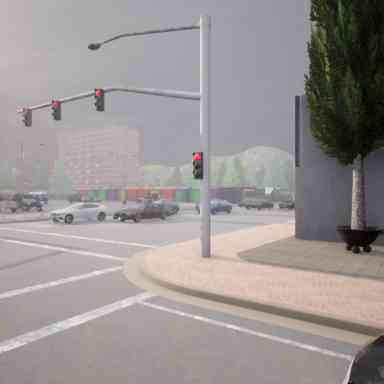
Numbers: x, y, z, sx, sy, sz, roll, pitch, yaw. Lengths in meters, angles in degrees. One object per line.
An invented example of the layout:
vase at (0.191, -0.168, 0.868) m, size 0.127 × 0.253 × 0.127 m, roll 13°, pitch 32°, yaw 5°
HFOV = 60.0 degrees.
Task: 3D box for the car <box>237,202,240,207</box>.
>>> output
car at (8.680, 1.547, 48.682) m, size 2.033 × 1.411 × 5.357 m, roll 0°, pitch 0°, yaw 37°

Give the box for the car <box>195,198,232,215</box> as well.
car at (2.460, 1.526, 34.535) m, size 1.812 × 1.442 × 4.674 m, roll 0°, pitch 0°, yaw 37°

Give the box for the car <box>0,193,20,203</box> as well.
car at (-36.716, 1.153, 66.760) m, size 4.605 × 1.855 × 1.932 m, roll 0°, pitch 0°, yaw 35°

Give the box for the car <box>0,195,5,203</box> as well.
car at (-38.223, 1.364, 64.539) m, size 3.905 × 1.438 × 1.784 m, roll 0°, pitch 0°, yaw 35°

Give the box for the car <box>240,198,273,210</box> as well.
car at (8.756, 1.547, 42.974) m, size 2.033 × 1.411 × 5.357 m, roll 0°, pitch 0°, yaw 37°

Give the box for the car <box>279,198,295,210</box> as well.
car at (12.642, 1.491, 42.023) m, size 2.128 × 1.511 × 4.902 m, roll 0°, pitch 0°, yaw 37°

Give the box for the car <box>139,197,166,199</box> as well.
car at (-3.136, 1.526, 32.879) m, size 1.812 × 1.442 × 4.674 m, roll 0°, pitch 0°, yaw 37°

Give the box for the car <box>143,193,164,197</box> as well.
car at (-6.889, 1.156, 52.513) m, size 3.866 × 1.878 × 1.905 m, roll 0°, pitch 0°, yaw 35°

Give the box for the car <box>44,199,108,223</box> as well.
car at (-8.523, 1.526, 25.537) m, size 1.812 × 1.442 × 4.674 m, roll 0°, pitch 0°, yaw 38°

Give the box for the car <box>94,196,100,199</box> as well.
car at (-19.488, 1.364, 64.933) m, size 3.905 × 1.438 × 1.784 m, roll 0°, pitch 0°, yaw 35°

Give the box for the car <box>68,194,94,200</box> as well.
car at (-21.211, 1.153, 62.604) m, size 4.605 × 1.855 × 1.932 m, roll 0°, pitch 0°, yaw 35°

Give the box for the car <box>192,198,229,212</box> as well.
car at (2.341, 1.491, 40.240) m, size 2.128 × 1.511 × 4.902 m, roll 0°, pitch 0°, yaw 37°

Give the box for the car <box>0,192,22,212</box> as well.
car at (-19.895, 1.153, 34.131) m, size 4.605 × 1.855 × 1.932 m, roll 0°, pitch 0°, yaw 35°

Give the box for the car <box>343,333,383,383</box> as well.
car at (3.375, 1.492, 1.558) m, size 4.902 × 1.511 × 2.128 m, roll 0°, pitch 0°, yaw 36°

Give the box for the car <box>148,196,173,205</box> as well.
car at (-5.210, 1.395, 54.872) m, size 3.806 × 1.475 × 1.970 m, roll 0°, pitch 0°, yaw 35°

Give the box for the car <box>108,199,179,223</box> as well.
car at (-3.685, 1.547, 26.272) m, size 2.033 × 1.411 × 5.357 m, roll 0°, pitch 0°, yaw 36°

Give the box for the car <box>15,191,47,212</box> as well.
car at (-18.181, 1.156, 36.463) m, size 3.866 × 1.878 × 1.905 m, roll 0°, pitch 0°, yaw 35°
